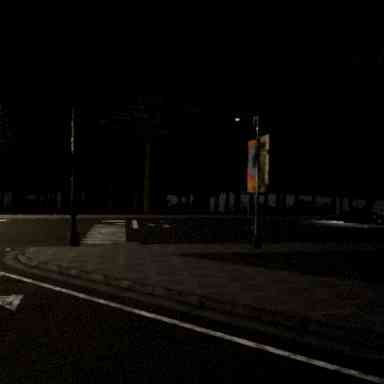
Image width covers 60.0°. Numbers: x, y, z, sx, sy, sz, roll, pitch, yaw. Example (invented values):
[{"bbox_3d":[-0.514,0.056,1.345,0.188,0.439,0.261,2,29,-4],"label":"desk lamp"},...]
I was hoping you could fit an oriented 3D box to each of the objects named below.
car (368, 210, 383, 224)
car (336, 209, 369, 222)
[{"bbox_3d":[20.033,2.561,32.124,4.718,1.301,1.895,1,1,-11],"label":"car"},{"bbox_3d":[17.424,2.442,34.920,4.181,1.385,1.994,1,1,-11],"label":"car"}]
